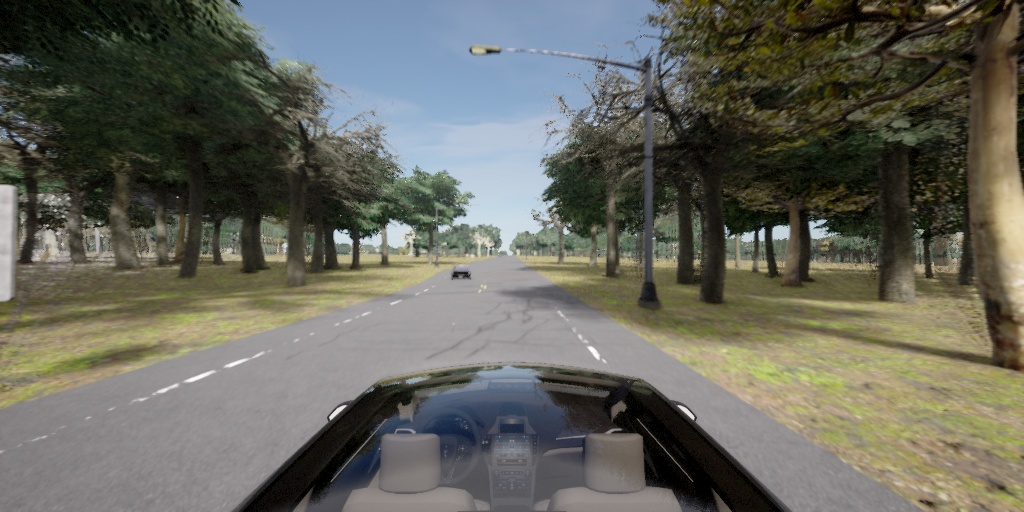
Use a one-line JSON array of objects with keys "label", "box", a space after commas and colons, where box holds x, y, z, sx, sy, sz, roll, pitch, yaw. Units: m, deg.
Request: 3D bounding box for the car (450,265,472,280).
[{"label": "car", "box": [-4.646, 1.497, 33.144, 1.895, 1.301, 4.718, 0, 0, -6]}]
